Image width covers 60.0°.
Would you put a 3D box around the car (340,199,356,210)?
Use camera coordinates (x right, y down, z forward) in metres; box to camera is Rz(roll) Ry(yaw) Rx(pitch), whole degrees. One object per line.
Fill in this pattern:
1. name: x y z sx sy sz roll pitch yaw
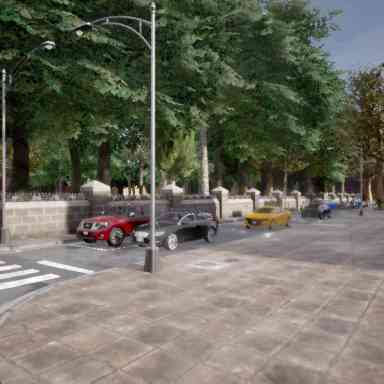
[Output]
1. car: 25.622 2.317 55.946 2.008 1.369 4.403 -1 -1 36

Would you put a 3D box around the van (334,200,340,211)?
1. van: 19.249 1.959 47.109 1.690 1.788 3.998 -1 -1 36

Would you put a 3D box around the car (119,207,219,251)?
1. car: -0.630 1.644 15.170 2.128 1.511 4.902 0 -1 36

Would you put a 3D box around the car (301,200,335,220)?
1. car: 12.513 1.903 33.373 1.882 1.535 5.008 0 -1 36

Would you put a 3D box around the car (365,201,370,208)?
1. car: 35.081 2.522 69.069 1.752 1.417 4.829 -1 -1 36

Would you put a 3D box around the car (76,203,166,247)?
1. car: -3.054 1.457 16.166 2.192 1.841 5.009 -1 -1 36

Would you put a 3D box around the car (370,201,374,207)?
1. car: 38.367 2.645 73.626 1.947 1.339 4.313 -1 -1 36

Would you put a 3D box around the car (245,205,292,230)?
1. car: 5.494 1.754 23.663 1.882 1.535 5.008 0 -1 36

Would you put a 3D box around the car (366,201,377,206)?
1. car: 44.349 2.814 81.975 1.802 1.307 4.206 -1 -1 36

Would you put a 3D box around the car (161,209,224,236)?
1. car: 0.133 1.787 20.582 1.802 1.307 4.206 -1 -1 36

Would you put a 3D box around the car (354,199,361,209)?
1. car: 28.808 2.408 60.365 1.947 1.339 4.313 -1 -1 36

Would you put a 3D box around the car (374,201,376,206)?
1. car: 41.276 2.704 77.678 2.008 1.369 4.403 -1 -1 36

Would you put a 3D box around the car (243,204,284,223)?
1. car: 6.405 1.860 29.286 1.752 1.417 4.829 -1 -1 36

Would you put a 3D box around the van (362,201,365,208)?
1. van: 31.994 2.261 64.790 1.690 1.788 3.998 -1 -1 36
